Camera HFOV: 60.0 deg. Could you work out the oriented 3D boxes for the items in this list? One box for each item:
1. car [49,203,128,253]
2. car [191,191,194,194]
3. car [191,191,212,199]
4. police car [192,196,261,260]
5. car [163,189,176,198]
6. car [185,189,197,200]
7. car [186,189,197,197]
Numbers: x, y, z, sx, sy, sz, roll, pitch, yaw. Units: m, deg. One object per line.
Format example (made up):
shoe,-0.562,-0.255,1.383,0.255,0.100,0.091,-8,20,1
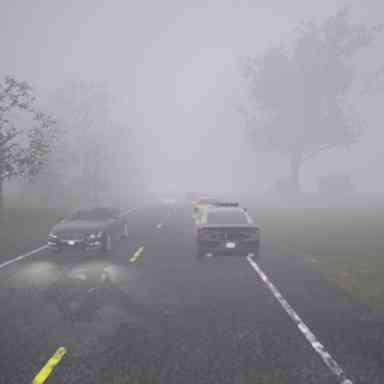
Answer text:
car,-3.616,1.220,12.392,1.837,1.490,4.892,0,1,0
car,1.010,0.898,27.377,1.812,1.442,4.674,0,1,0
car,1.019,0.962,21.566,1.801,1.575,5.366,0,1,0
police car,1.035,1.162,11.487,1.930,1.638,5.238,0,1,0
car,-3.645,0.196,55.478,2.128,1.511,4.902,0,1,0
car,-0.045,0.372,47.629,1.882,1.535,5.008,0,1,0
car,-0.095,0.091,62.739,1.994,1.385,4.181,0,1,0
